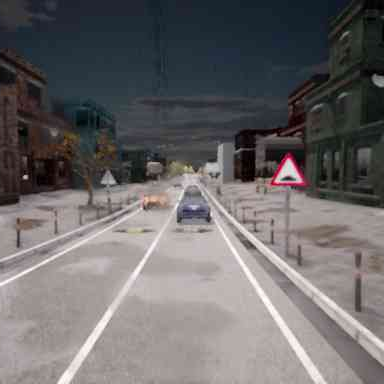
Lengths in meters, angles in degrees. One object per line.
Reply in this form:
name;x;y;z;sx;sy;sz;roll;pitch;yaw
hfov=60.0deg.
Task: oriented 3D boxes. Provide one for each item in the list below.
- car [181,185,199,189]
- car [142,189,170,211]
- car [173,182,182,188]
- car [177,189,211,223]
car;0.107;0.022;39.536;2.097;1.767;4.553;0;3;0
car;-3.091;0.602;29.195;2.097;1.767;4.553;0;3;0
car;-2.988;-1.497;71.174;2.033;1.411;5.357;0;2;0
car;0.102;0.922;21.884;2.097;1.767;4.553;0;2;0
